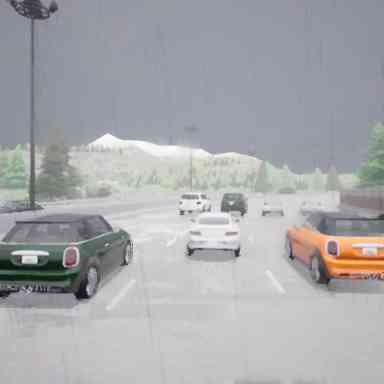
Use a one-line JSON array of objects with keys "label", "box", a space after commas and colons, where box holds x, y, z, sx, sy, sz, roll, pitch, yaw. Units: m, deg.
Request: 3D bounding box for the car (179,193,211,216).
[{"label": "car", "box": [0.357, 1.087, 31.085, 2.150, 2.045, 5.566, 0, 0, 13]}]

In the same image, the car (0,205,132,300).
[{"label": "car", "box": [-2.993, 1.305, 8.504, 2.097, 1.767, 4.553, 0, 0, 3]}]

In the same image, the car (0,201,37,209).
[{"label": "car", "box": [-12.154, 1.356, 22.555, 2.128, 1.511, 4.902, 0, 0, 9]}]

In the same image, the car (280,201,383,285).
[{"label": "car", "box": [4.103, 1.323, 9.499, 2.097, 1.767, 4.553, 0, 0, 4]}]

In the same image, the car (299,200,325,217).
[{"label": "car", "box": [11.229, 1.498, 31.406, 1.895, 1.301, 4.718, 0, 0, 14]}]

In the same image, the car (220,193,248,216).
[{"label": "car", "box": [4.040, 1.097, 31.457, 2.150, 2.045, 5.566, 0, 0, 13]}]

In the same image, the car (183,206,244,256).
[{"label": "car", "box": [0.880, 1.472, 12.869, 1.812, 1.442, 4.674, 0, 0, 5]}]

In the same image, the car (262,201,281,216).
[{"label": "car", "box": [7.542, 1.488, 31.062, 1.895, 1.301, 4.718, 0, 0, 13]}]
